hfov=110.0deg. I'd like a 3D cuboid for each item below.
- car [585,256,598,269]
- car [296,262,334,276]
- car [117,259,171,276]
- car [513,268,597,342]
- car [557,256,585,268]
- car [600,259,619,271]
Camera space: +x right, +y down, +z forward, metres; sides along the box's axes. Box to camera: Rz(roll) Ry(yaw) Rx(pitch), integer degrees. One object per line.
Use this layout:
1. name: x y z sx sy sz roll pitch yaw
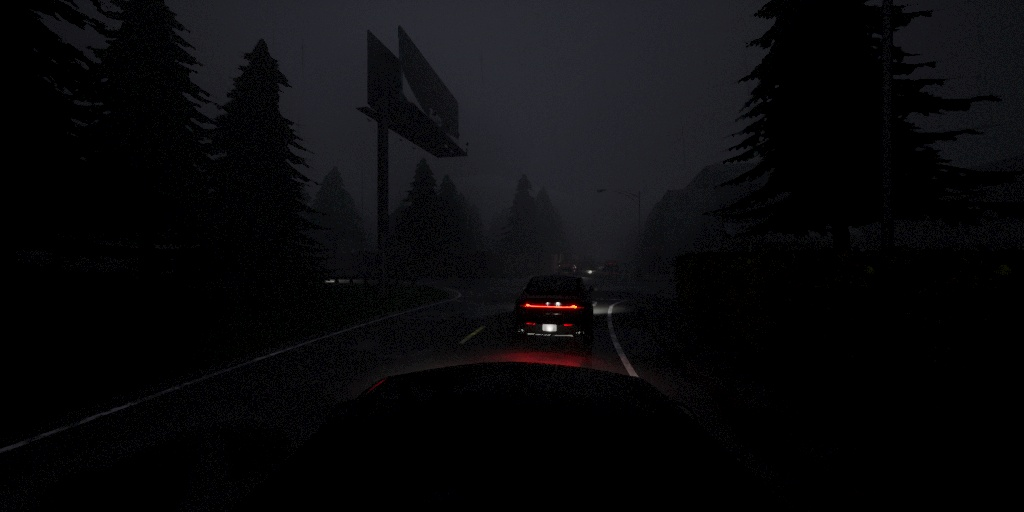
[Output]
1. car: 10.813 0.967 52.217 2.150 2.045 5.566 0 1 20
2. car: -15.827 1.137 27.381 4.181 1.385 1.994 0 0 17
3. car: -33.862 1.051 32.987 5.008 1.535 1.882 0 0 17
4. car: 1.264 1.255 9.876 1.837 1.490 4.892 0 0 11
5. car: 6.060 1.102 37.778 2.097 1.767 4.553 0 0 18
6. car: 13.572 1.241 48.790 2.128 1.511 4.902 0 0 18
